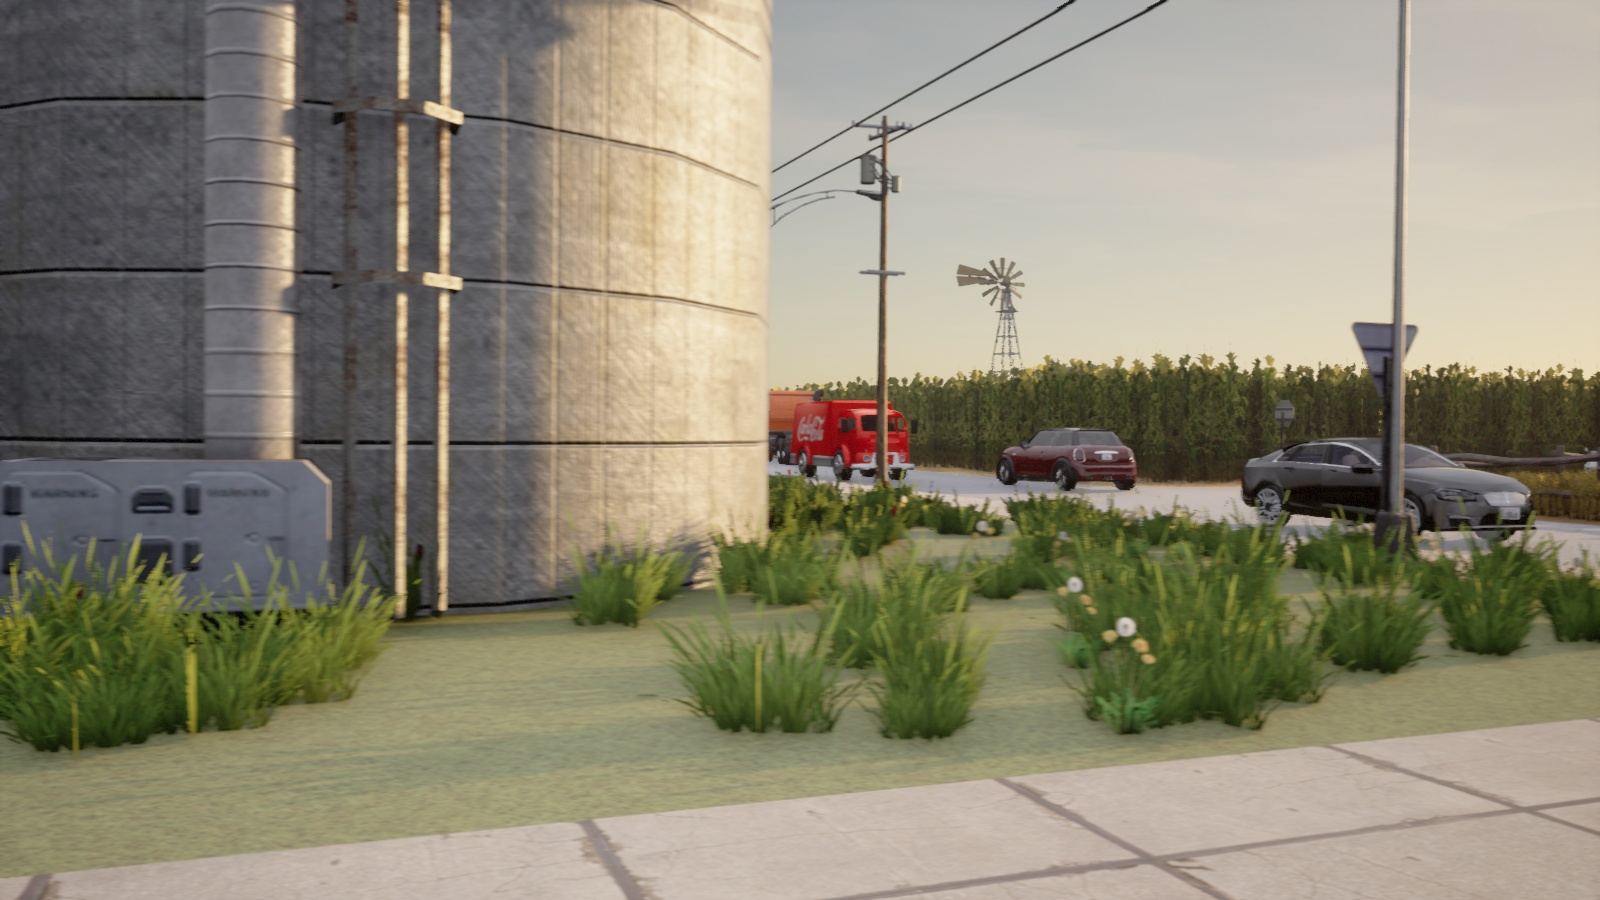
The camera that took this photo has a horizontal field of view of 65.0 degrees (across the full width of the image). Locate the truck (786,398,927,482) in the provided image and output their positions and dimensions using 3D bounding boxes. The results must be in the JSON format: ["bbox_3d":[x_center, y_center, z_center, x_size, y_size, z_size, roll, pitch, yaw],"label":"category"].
[{"bbox_3d":[1.681,-0.355,39.815,2.627,2.467,5.204,-1,1,-20],"label":"truck"}]

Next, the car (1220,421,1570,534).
[{"bbox_3d":[9.044,0.337,19.652,2.128,1.511,4.902,-1,1,-19],"label":"car"}]

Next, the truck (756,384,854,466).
[{"bbox_3d":[0.097,-1.119,57.293,2.891,3.462,7.936,-1,1,-11],"label":"truck"}]

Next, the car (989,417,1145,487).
[{"bbox_3d":[7.266,0.013,34.709,2.097,1.767,4.553,-1,1,-20],"label":"car"}]
